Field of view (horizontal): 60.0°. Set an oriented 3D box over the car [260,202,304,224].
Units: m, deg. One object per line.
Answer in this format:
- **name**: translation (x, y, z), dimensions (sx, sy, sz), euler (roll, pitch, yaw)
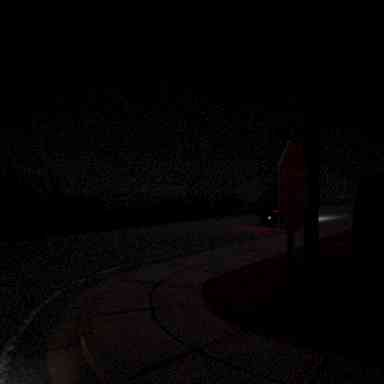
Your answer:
- **car**: translation (6.474, 1.448, 23.258), dimensions (2.128, 1.511, 4.902), euler (0, 0, 38)
